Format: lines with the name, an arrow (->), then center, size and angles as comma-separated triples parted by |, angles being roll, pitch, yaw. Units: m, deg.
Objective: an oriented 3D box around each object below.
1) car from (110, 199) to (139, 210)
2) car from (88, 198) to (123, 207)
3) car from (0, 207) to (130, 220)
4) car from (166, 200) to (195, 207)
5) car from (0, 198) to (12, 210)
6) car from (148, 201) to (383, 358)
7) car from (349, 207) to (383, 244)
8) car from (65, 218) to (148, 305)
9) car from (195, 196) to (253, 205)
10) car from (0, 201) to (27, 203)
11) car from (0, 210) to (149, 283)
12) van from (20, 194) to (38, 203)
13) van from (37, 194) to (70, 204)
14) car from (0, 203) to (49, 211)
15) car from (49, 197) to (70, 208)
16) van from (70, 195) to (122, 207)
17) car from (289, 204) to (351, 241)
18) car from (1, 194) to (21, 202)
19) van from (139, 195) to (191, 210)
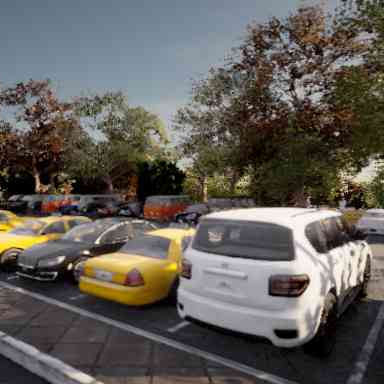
car -> -3.873, 1.502, 26.995 | 2.163, 1.488, 4.792 | 0, 0, 36
car -> -6.010, 1.499, 28.545 | 2.163, 1.488, 4.792 | 0, 0, 36
car -> -4.871, 1.515, 11.300 | 1.946, 1.575, 5.366 | 0, 0, 36
car -> 0.680, 1.526, 23.625 | 2.163, 1.488, 4.792 | 0, 0, 36
car -> -26.311, 1.577, 43.227 | 2.002, 1.452, 4.674 | 0, 0, 36
car -> 1.999, 1.314, 6.584 | 2.435, 2.045, 5.566 | 0, 0, 36
car -> 9.665, 1.598, 17.143 | 2.002, 1.452, 4.674 | 0, 0, 36
car -> -0.158, 1.546, 8.342 | 1.946, 1.575, 5.366 | 0, 0, 36
car -> 2.957, 1.260, 22.044 | 2.435, 2.045, 5.566 | 0, 0, 36
car -> -11.395, 1.477, 16.487 | 1.946, 1.575, 5.366 | 0, 0, 36
car -> -2.511, 1.535, 9.826 | 2.231, 1.521, 4.892 | 0, 0, 36
van -> -15.066, 1.269, 34.928 | 1.878, 1.987, 4.442 | 0, 0, 36
van -> -12.686, 1.260, 33.491 | 1.878, 1.987, 4.442 | 0, 0, 36
car -> -9.465, 1.486, 14.630 | 1.946, 1.575, 5.366 | 0, 0, 36
car -> -10.508, 1.477, 31.775 | 2.097, 1.535, 5.008 | 0, 0, 36
van -> -8.319, 1.246, 30.049 | 1.878, 1.987, 4.442 | 0, 0, 36
car -> 7.315, 1.540, 18.621 | 1.946, 1.575, 5.366 | 0, 0, 36
car -> -17.256, 1.252, 36.625 | 2.435, 2.045, 5.566 | 0, 0, 36
van -> -1.577, 1.256, 25.440 | 1.878, 1.987, 4.442 | 0, 0, 36
